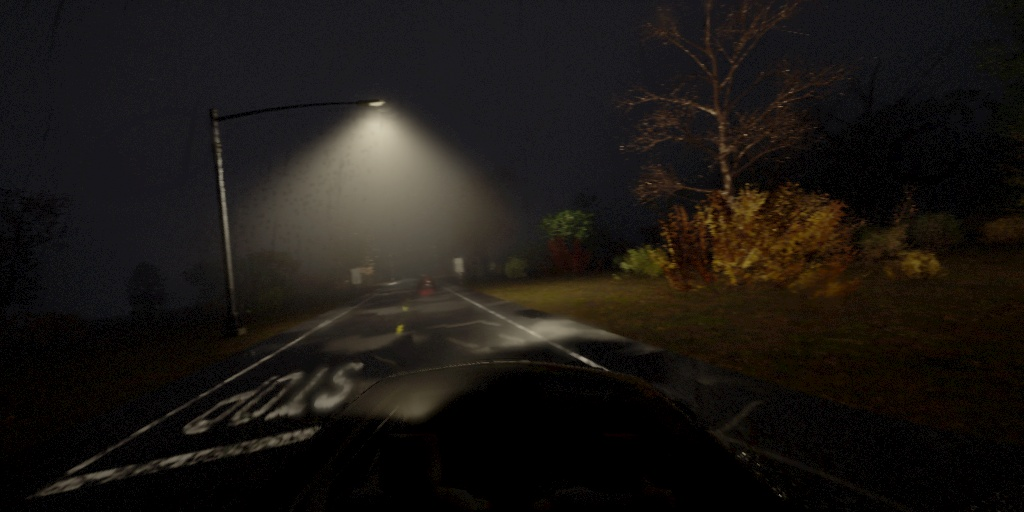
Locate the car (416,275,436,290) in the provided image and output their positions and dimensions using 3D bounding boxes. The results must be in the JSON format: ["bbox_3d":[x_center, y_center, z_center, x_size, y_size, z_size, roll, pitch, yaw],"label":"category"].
[{"bbox_3d":[-9.690,2.912,40.493,1.837,1.490,4.892,-6,-1,-15],"label":"car"}]
